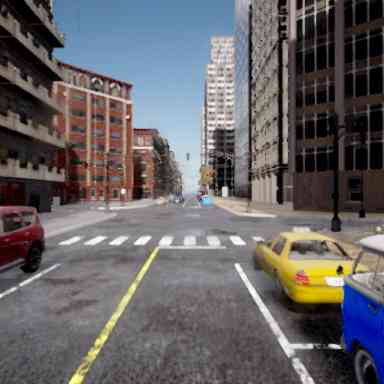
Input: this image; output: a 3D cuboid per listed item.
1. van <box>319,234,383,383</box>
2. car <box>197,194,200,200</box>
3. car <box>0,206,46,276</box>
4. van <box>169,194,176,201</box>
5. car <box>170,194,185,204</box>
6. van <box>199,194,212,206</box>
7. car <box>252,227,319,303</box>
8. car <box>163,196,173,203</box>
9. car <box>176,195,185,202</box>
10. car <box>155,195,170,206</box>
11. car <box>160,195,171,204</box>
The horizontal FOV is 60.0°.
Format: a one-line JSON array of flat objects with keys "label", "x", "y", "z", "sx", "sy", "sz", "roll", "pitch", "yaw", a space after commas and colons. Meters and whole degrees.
[{"label": "van", "x": 2.571, "y": 1.340, "z": 2.416, "sx": 1.690, "sy": 1.788, "sz": 3.998, "roll": 0, "pitch": 0, "yaw": 0}, {"label": "car", "x": 2.554, "y": 1.643, "z": 79.157, "sx": 1.887, "sy": 1.381, "sz": 4.507, "roll": 0, "pitch": 0, "yaw": 0}, {"label": "car", "x": -5.310, "y": 1.314, "z": 7.945, "sx": 2.192, "sy": 1.841, "sz": 5.009, "roll": 0, "pitch": 0, "yaw": 0}, {"label": "van", "x": -5.328, "y": 1.472, "z": 90.260, "sx": 1.690, "sy": 1.788, "sz": 3.998, "roll": 0, "pitch": 0, "yaw": 0}, {"label": "car", "x": -2.775, "y": 1.556, "z": 64.879, "sx": 2.128, "sy": 1.511, "sz": 4.902, "roll": 0, "pitch": 0, "yaw": 0}, {"label": "van", "x": 2.559, "y": 1.385, "z": 56.947, "sx": 1.690, "sy": 1.788, "sz": 3.998, "roll": 0, "pitch": 0, "yaw": 0}, {"label": "car", "x": 2.568, "y": 1.524, "z": 8.123, "sx": 1.752, "sy": 1.417, "sz": 4.829, "roll": 0, "pitch": 0, "yaw": 0}, {"label": "car", "x": -5.326, "y": 1.649, "z": 73.604, "sx": 1.947, "sy": 1.339, "sz": 4.313, "roll": 0, "pitch": 0, "yaw": 0}, {"label": "car", "x": -2.764, "y": 1.579, "z": 80.139, "sx": 1.882, "sy": 1.535, "sz": 5.008, "roll": 0, "pitch": 0, "yaw": 0}, {"label": "car", "x": -5.322, "y": 1.569, "z": 56.776, "sx": 1.752, "sy": 1.417, "sz": 4.829, "roll": 0, "pitch": 0, "yaw": 0}, {"label": "car", "x": -5.324, "y": 1.508, "z": 68.052, "sx": 1.967, "sy": 1.590, "sz": 4.097, "roll": 0, "pitch": 0, "yaw": 0}]
